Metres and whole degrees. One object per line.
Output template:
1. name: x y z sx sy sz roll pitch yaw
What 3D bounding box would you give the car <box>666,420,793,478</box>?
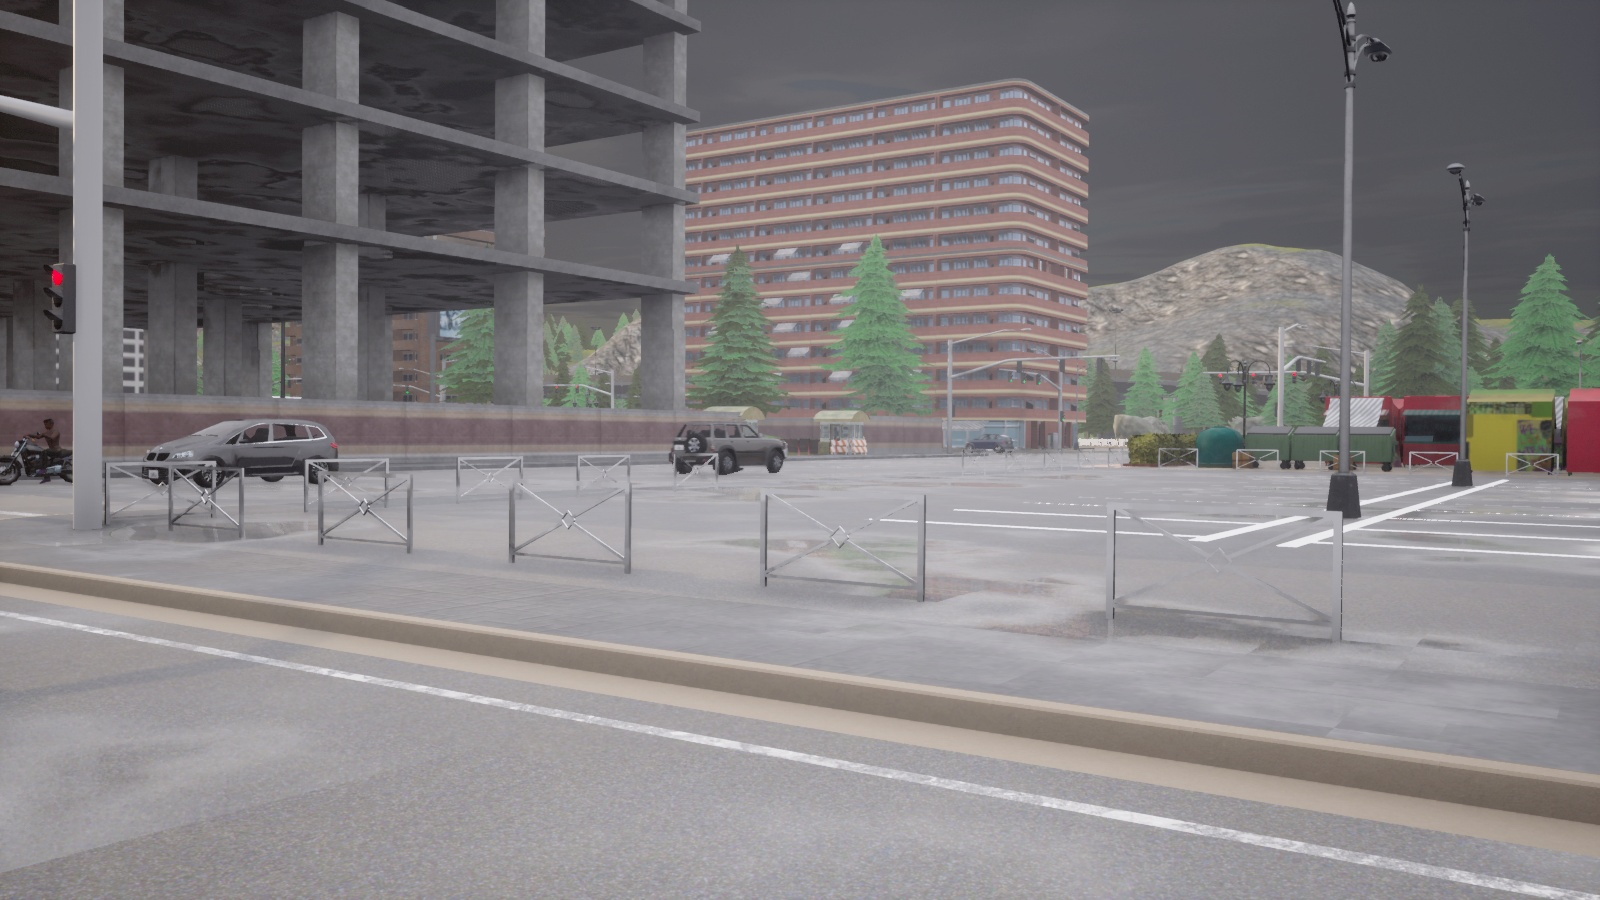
1. car: -2.313 -0.066 42.449 1.932 1.855 4.605 0 1 33

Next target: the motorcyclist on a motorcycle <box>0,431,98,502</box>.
1. motorcyclist on a motorcycle: -18.503 0.376 30.585 0.766 1.649 2.350 0 1 33

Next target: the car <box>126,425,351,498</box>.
1. car: -13.865 0.219 31.270 2.242 1.667 4.611 0 1 33
